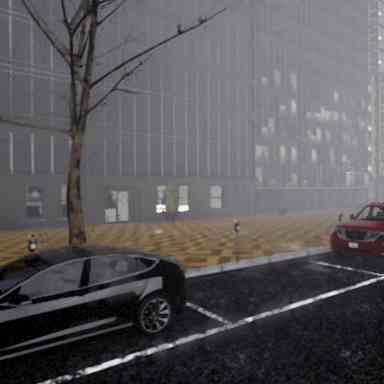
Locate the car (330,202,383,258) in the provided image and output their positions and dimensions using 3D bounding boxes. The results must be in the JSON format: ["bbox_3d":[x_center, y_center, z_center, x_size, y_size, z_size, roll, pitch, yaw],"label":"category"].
[{"bbox_3d":[6.920,1.282,11.502,5.009,1.841,2.192,0,0,-35],"label":"car"}]

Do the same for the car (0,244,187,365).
[{"bbox_3d":[-2.071,1.563,5.088,4.313,1.339,1.947,0,0,-35],"label":"car"}]
